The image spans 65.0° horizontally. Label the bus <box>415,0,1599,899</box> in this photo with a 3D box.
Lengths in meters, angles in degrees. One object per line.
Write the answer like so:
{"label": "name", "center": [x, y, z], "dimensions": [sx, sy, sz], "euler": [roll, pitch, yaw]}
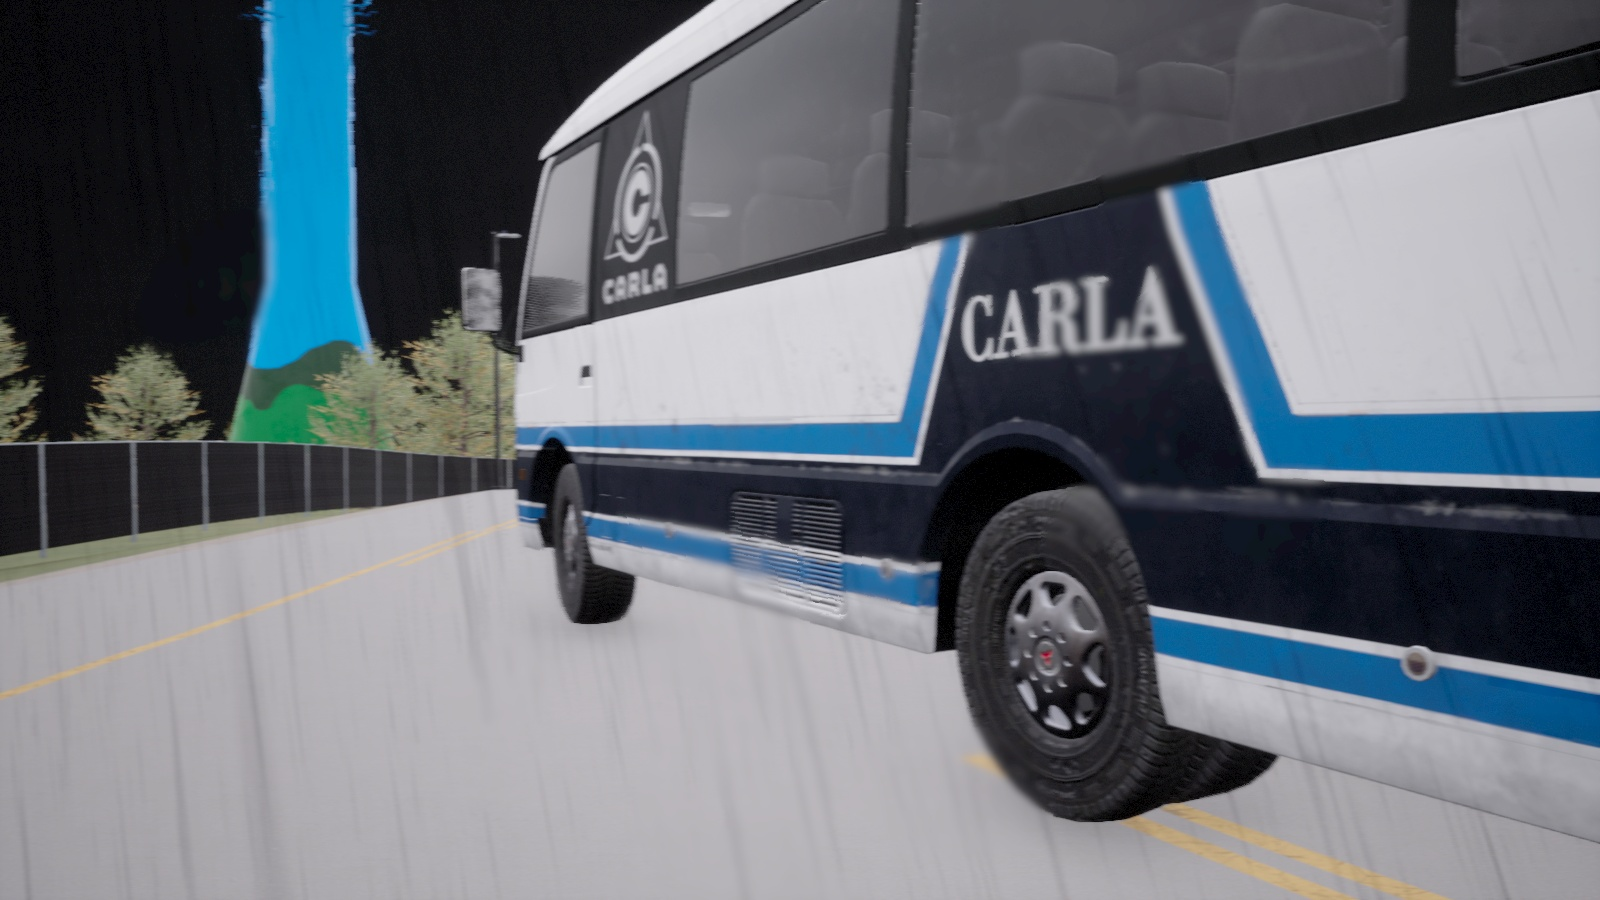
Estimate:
{"label": "bus", "center": [0.797, -0.765, 7.873], "dimensions": [3.944, 4.253, 10.273], "euler": [-2, 1, -29]}
